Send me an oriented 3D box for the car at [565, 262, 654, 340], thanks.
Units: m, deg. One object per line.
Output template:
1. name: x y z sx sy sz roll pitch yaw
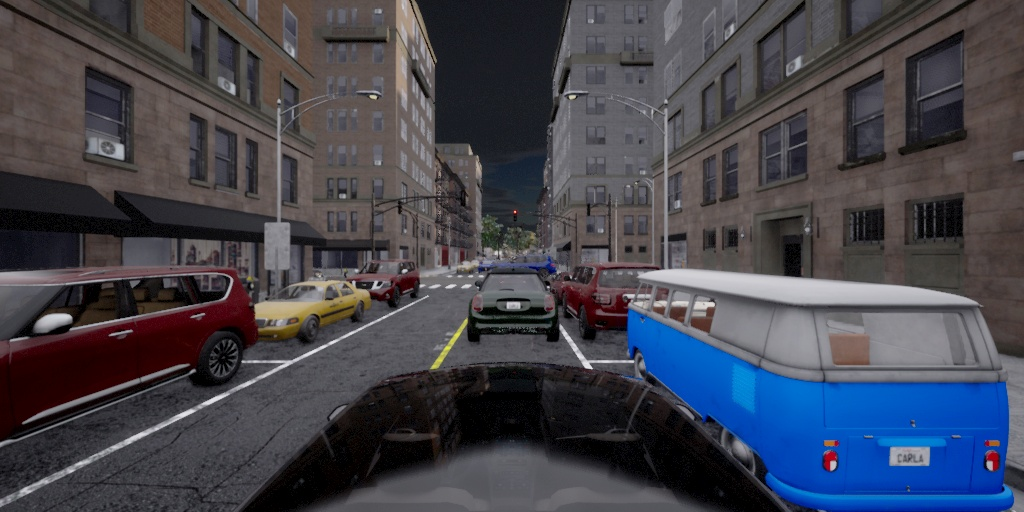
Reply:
1. car: 2.621 1.062 9.905 2.192 1.841 5.009 0 0 0

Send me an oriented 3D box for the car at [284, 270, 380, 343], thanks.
1. car: -5.416 1.273 9.719 1.751 1.417 4.829 0 0 0

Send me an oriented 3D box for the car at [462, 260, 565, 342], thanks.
1. car: 0.017 1.099 9.940 2.097 1.767 4.553 0 0 0

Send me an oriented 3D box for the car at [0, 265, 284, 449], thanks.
1. car: -5.403 1.064 4.212 2.192 1.841 5.009 0 0 0

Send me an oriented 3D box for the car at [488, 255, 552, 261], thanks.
1. car: 0.997 0.950 30.719 5.566 2.045 2.150 0 0 0

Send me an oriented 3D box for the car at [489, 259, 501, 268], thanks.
1. car: -2.944 1.295 62.850 1.994 1.385 4.181 0 0 0

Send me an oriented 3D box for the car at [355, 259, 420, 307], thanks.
1. car: -5.429 1.060 15.568 2.192 1.841 5.009 0 0 0

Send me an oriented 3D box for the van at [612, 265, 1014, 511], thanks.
1. van: 2.633 1.090 4.226 1.690 1.789 3.998 0 0 0

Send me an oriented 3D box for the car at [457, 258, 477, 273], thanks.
1. car: -5.501 1.261 42.405 1.751 1.417 4.829 0 0 0

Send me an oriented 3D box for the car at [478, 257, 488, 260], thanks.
1. car: -2.930 1.213 42.823 1.882 1.535 5.008 0 0 0
